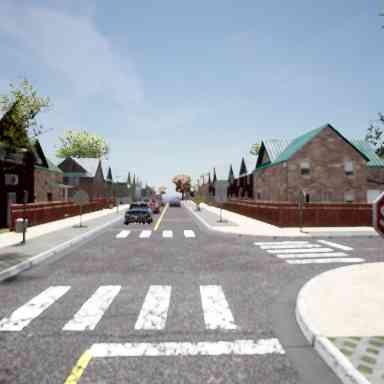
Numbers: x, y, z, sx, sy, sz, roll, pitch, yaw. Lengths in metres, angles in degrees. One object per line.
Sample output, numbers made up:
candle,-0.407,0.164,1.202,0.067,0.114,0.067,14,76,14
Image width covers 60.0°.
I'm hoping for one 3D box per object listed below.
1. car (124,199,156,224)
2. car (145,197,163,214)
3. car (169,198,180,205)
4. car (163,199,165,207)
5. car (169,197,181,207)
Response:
car,-4.021,1.549,25.532,1.837,1.490,4.892,0,0,-3
car,-4.661,1.455,36.848,2.097,1.767,4.553,0,-1,-3
car,-3.422,1.879,65.215,1.994,1.385,4.181,0,-1,-3
car,-5.724,1.590,56.638,2.097,1.767,4.553,0,0,-3
car,-2.834,1.781,55.825,2.033,1.411,5.357,0,0,-3
